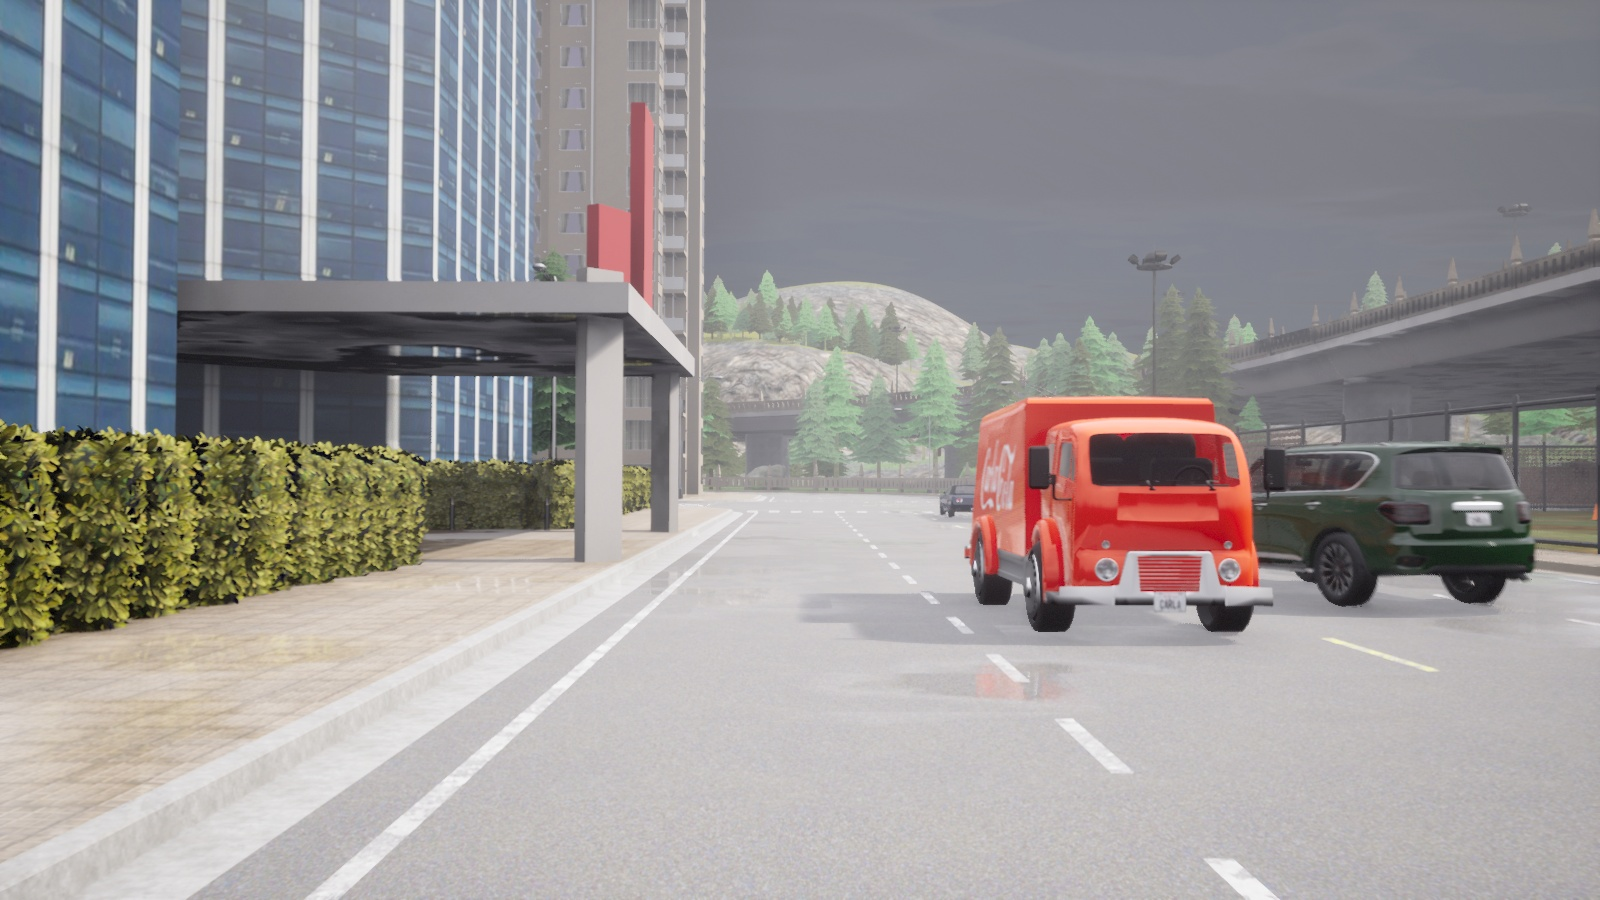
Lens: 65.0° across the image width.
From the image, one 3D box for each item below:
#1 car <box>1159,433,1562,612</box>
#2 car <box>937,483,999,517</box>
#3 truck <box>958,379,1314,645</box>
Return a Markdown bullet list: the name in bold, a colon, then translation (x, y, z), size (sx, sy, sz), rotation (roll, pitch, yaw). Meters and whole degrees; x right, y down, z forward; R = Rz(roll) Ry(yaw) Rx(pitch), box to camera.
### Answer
- **car**: translation (7.310, 0.889, 17.289), size (2.150, 2.045, 5.566), rotation (0, -1, -12)
- **car**: translation (6.872, 2.021, 51.680), size (1.895, 1.301, 4.718), rotation (0, -1, 0)
- **truck**: translation (3.463, 0.634, 14.313), size (2.627, 2.467, 5.204), rotation (0, -1, 0)
